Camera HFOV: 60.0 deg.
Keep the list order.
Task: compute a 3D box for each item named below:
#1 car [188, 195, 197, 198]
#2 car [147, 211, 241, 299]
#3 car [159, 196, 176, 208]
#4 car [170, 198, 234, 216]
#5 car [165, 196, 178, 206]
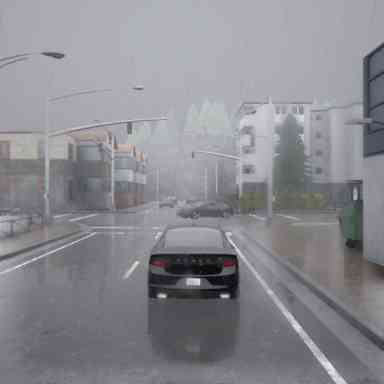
[{"bbox_3d":[0.116,1.352,56.746,2.097,1.767,4.553,0,0,0],"label":"car"},{"bbox_3d":[0.052,1.478,8.505,1.882,1.535,5.008,0,0,1],"label":"car"},{"bbox_3d":[-3.567,1.547,47.423,2.033,1.411,5.357,0,0,0],"label":"car"},{"bbox_3d":[1.071,1.464,26.829,4.892,1.490,1.837,2,-2,-29],"label":"car"},{"bbox_3d":[-3.550,1.477,57.738,1.882,1.535,5.008,0,0,1],"label":"car"}]
